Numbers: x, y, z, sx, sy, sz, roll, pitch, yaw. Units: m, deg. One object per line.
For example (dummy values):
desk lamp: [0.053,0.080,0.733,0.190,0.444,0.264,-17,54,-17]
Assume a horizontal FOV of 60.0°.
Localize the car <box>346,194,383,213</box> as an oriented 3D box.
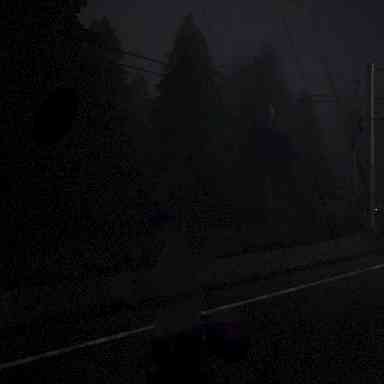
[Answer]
car: [18.050,1.221,34.025,2.150,2.045,5.566,0,0,-6]
